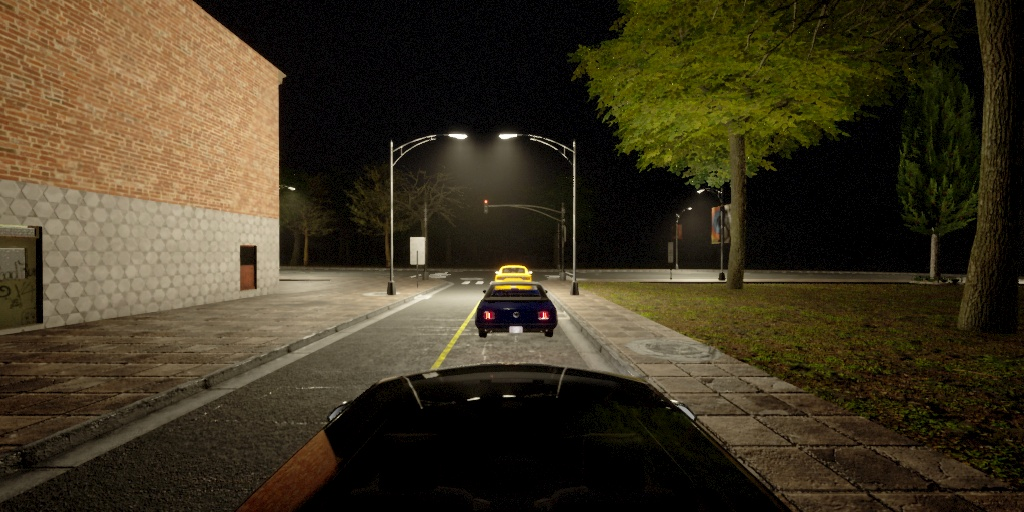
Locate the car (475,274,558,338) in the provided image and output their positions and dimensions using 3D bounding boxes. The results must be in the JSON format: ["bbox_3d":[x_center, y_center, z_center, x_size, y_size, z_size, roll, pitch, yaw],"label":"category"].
[{"bbox_3d":[0.095,1.356,10.202,1.895,1.301,4.718,0,0,0],"label":"car"}]

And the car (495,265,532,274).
[{"bbox_3d":[0.093,1.255,19.547,1.882,1.535,5.008,0,0,1],"label":"car"}]
